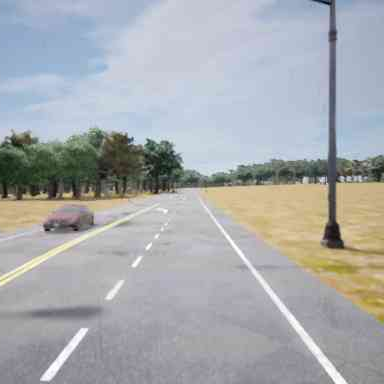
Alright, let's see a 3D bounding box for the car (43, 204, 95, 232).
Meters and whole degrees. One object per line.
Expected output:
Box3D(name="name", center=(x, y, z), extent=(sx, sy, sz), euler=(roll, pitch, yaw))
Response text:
Box3D(name="car", center=(-7.076, 1.459, 19.655), extent=(1.812, 1.442, 4.674), euler=(0, 0, -1))
